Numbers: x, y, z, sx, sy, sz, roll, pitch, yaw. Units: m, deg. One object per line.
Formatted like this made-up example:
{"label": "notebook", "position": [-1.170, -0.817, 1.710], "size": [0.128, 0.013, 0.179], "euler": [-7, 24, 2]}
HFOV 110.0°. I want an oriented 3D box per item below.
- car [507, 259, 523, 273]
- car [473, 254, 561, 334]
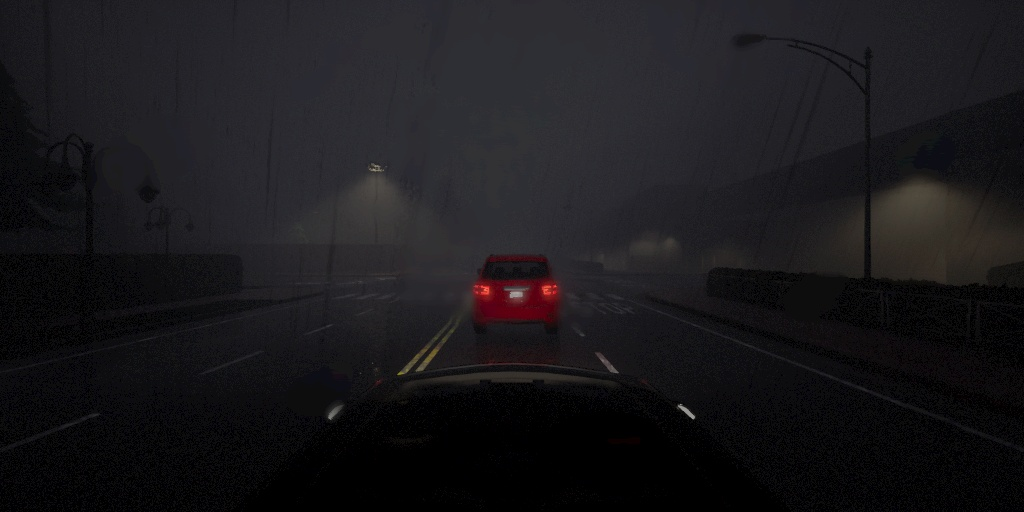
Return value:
{"label": "car", "position": [0.367, 1.227, 45.637], "size": [1.882, 1.535, 5.008], "euler": [0, 0, 1]}
{"label": "car", "position": [0.124, 0.971, 10.785], "size": [2.150, 2.045, 5.566], "euler": [0, 0, 0]}
